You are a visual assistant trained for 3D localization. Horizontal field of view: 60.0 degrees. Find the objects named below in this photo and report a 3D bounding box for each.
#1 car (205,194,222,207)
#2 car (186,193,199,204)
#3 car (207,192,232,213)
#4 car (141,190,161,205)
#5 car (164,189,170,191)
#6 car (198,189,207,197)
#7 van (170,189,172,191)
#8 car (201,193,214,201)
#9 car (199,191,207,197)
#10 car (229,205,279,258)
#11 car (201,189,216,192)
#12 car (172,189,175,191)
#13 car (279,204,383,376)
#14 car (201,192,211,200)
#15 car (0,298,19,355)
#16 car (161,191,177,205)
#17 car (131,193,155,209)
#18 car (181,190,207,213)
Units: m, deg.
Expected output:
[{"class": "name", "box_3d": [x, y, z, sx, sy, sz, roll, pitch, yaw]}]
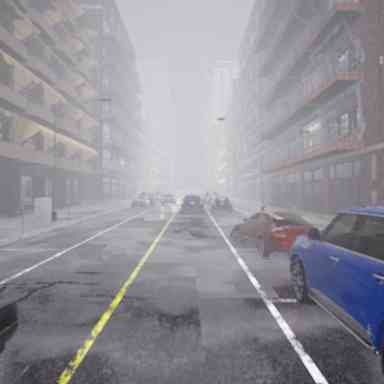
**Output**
[{"class": "car", "box_3d": [2.687, 1.033, 42.601, 1.887, 1.381, 4.507, 1, 1, 0]}, {"class": "car", "box_3d": [0.064, 0.892, 48.603, 1.882, 1.535, 5.008, 0, 1, 0]}, {"class": "car", "box_3d": [2.693, 1.062, 31.518, 1.967, 1.590, 4.097, 1, 1, 0]}, {"class": "car", "box_3d": [-5.690, 0.804, 42.541, 2.192, 1.841, 5.009, 1, 1, 0]}, {"class": "car", "box_3d": [-5.697, 0.600, 59.161, 2.192, 1.841, 5.009, 1, 1, 0]}, {"class": "car", "box_3d": [2.672, 0.259, 86.918, 2.192, 1.841, 5.009, 1, 1, 0]}, {"class": "van", "box_3d": [-5.702, 0.491, 70.242, 1.690, 1.788, 3.998, 1, 1, 0]}, {"class": "car", "box_3d": [2.679, 0.835, 59.220, 2.008, 1.369, 4.403, 1, 1, 0]}, {"class": "car", "box_3d": [2.670, 0.557, 81.380, 1.887, 1.381, 4.507, 1, 1, 0]}, {"class": "car", "box_3d": [2.941, 1.380, 12.090, 1.812, 1.442, 4.674, 0, 1, -8]}, {"class": "car", "box_3d": [2.688, 0.735, 48.137, 2.192, 1.841, 5.009, 1, 1, 0]}, {"class": "car", "box_3d": [-5.711, 0.190, 92.402, 2.192, 1.841, 5.009, 1, 1, 0]}, {"class": "car", "box_3d": [3.104, 1.171, 4.715, 2.150, 2.045, 5.566, 0, 1, 0]}, {"class": "car", "box_3d": [2.677, 0.740, 64.930, 1.752, 1.417, 4.829, 1, 1, 0]}, {"class": "car", "box_3d": [-3.101, 1.576, 1.937, 1.895, 1.301, 4.718, 0, 1, 0]}, {"class": "car", "box_3d": [-3.098, 0.967, 44.819, 1.837, 1.490, 4.892, 0, 0, 0]}, {"class": "car", "box_3d": [-5.692, 1.107, 37.004, 2.008, 1.369, 4.403, 1, 1, 0]}, {"class": "car", "box_3d": [0.065, 0.980, 30.952, 2.097, 1.767, 4.553, 0, 1, 1]}]
